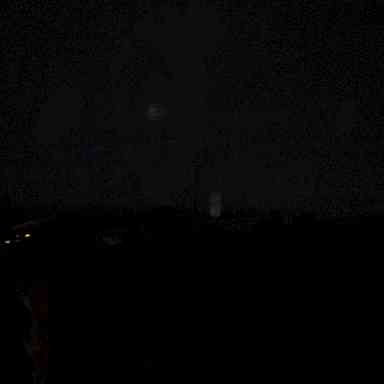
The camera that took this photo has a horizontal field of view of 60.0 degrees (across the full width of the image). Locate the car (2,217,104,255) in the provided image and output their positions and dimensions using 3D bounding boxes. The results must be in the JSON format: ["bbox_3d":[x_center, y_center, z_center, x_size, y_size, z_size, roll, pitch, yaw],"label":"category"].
[{"bbox_3d":[-6.188,1.893,15.374,1.812,1.442,4.674,3,0,31],"label":"car"}]
